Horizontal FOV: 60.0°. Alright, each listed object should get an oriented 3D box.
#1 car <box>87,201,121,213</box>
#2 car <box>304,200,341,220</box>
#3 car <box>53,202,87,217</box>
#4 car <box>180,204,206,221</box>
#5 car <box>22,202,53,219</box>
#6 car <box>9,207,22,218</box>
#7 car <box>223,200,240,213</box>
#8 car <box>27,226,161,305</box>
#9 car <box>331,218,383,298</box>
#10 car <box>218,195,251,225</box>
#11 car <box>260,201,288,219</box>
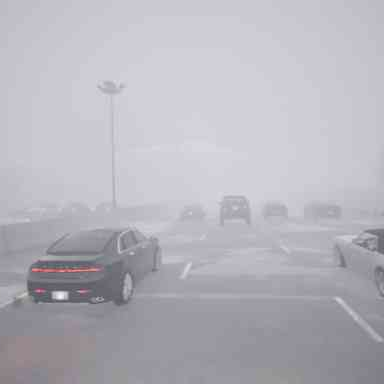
[{"bbox_3d":[-9.752,1.862,38.127,2.097,1.767,4.553,-2,0,6],"label":"car"},{"bbox_3d":[10.405,1.384,26.867,1.882,1.535,5.008,-2,0,6],"label":"car"},{"bbox_3d":[-13.315,1.953,37.687,2.097,1.767,4.553,-2,0,6],"label":"car"},{"bbox_3d":[0.124,1.758,29.520,1.994,1.385,4.181,-2,0,6],"label":"car"},{"bbox_3d":[-16.797,2.046,38.024,2.097,1.767,4.553,-2,0,6],"label":"car"},{"bbox_3d":[-20.047,2.397,40.565,1.895,1.301,4.718,-2,0,6],"label":"car"},{"bbox_3d":[4.814,1.750,41.222,1.895,1.301,4.718,-2,0,6],"label":"car"},{"bbox_3d":[-2.081,1.616,8.373,1.837,1.490,4.892,-1,0,7],"label":"car"},{"bbox_3d":[4.932,1.526,8.023,1.895,1.301,4.718,-2,0,7],"label":"car"},{"bbox_3d":[3.157,1.295,24.780,2.150,2.045,5.566,-2,-2,6],"label":"car"},{"bbox_3d":[7.131,1.486,29.284,1.882,1.535,5.008,-2,0,6],"label":"car"}]
